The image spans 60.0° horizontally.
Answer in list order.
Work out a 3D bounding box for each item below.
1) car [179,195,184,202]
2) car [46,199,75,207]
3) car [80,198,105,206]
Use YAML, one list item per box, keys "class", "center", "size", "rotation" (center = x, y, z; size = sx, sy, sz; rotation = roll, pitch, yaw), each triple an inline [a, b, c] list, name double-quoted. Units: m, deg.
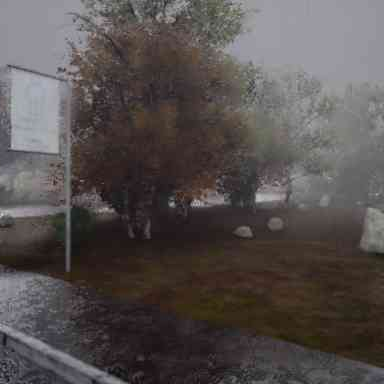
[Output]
- class: "car"
  center: [-2.519, 1.246, 60.508]
  size: [1.837, 1.490, 4.892]
  rotation: [0, 1, 35]
- class: "car"
  center: [-17.520, 1.340, 46.515]
  size: [2.033, 1.411, 5.357]
  rotation: [0, 0, 38]
- class: "car"
  center: [-13.321, 1.365, 46.221]
  size: [1.994, 1.385, 4.181]
  rotation: [0, 0, 38]
